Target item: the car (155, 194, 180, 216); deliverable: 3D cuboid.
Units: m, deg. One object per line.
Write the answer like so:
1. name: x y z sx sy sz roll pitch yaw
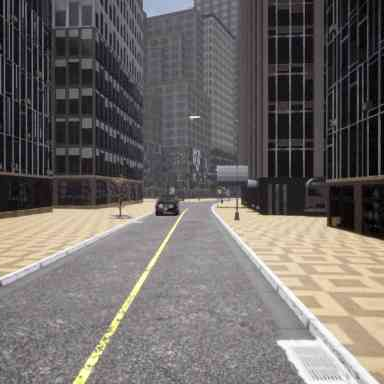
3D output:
1. car: -2.331 1.242 32.884 2.150 2.045 5.566 0 0 1
